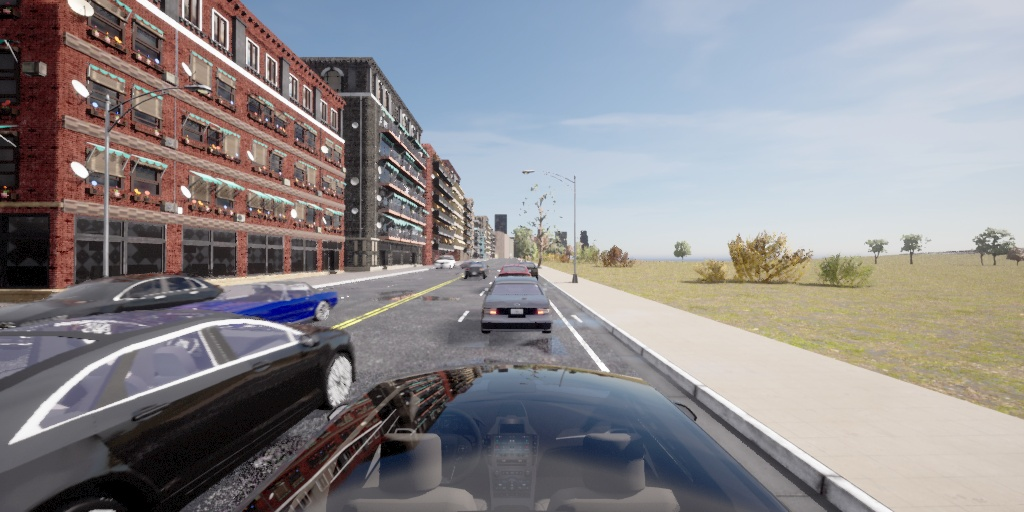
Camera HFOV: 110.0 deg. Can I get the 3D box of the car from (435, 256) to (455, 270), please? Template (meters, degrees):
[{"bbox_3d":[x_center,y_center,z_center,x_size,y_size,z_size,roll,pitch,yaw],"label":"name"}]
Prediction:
[{"bbox_3d":[-9.738,0.974,52.697,2.150,2.045,5.566,0,0,0],"label":"car"}]

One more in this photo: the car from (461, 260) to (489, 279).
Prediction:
[{"bbox_3d":[-3.088,1.281,31.936,1.812,1.442,4.674,0,-1,0],"label":"car"}]

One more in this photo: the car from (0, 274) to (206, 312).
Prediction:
[{"bbox_3d":[-9.837,1.256,9.194,1.837,1.490,4.892,0,0,0],"label":"car"}]

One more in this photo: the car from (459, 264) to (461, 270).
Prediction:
[{"bbox_3d":[-6.488,1.317,52.834,1.994,1.385,4.181,0,0,0],"label":"car"}]

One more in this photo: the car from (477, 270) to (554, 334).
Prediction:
[{"bbox_3d":[0.117,1.299,10.619,2.033,1.411,5.357,0,0,0],"label":"car"}]

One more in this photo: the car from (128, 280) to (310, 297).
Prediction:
[{"bbox_3d":[-6.585,1.352,9.449,1.895,1.301,4.718,0,0,0],"label":"car"}]

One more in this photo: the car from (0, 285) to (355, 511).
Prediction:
[{"bbox_3d":[-3.150,1.241,3.202,2.128,1.511,4.902,0,0,0],"label":"car"}]

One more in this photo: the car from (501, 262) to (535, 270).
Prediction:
[{"bbox_3d":[0.142,1.231,21.159,1.882,1.535,5.008,0,0,0],"label":"car"}]

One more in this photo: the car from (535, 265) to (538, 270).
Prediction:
[{"bbox_3d":[1.197,1.232,30.597,1.882,1.535,5.008,0,0,0],"label":"car"}]
